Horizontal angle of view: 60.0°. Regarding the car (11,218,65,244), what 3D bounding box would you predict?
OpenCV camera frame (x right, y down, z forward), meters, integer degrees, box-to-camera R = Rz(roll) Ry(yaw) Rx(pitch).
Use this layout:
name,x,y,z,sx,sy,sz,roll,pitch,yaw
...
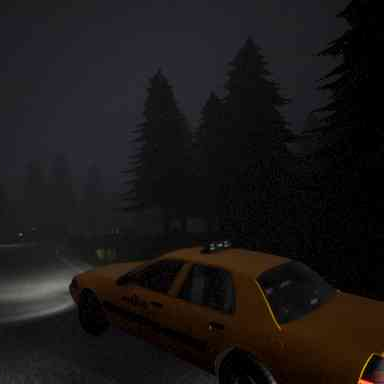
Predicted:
name,x,y,z,sx,sy,sz,roll,pitch,yaw
car,-12.743,3.224,28.123,2.150,2.045,5.566,-4,-7,7

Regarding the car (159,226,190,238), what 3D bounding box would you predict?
name,x,y,z,sx,sy,sz,roll,pitch,yaw
car,-2.318,5.542,46.264,1.882,1.535,5.008,-5,-8,30

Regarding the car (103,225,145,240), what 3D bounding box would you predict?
name,x,y,z,sx,sy,sz,roll,pitch,yaw
car,-7.437,4.509,36.957,2.033,1.411,5.357,-4,-8,20

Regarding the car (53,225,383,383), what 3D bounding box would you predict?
name,x,y,z,sx,sy,sz,roll,pitch,yaw
car,0.139,1.440,4.738,5.366,1.575,1.801,0,1,43
